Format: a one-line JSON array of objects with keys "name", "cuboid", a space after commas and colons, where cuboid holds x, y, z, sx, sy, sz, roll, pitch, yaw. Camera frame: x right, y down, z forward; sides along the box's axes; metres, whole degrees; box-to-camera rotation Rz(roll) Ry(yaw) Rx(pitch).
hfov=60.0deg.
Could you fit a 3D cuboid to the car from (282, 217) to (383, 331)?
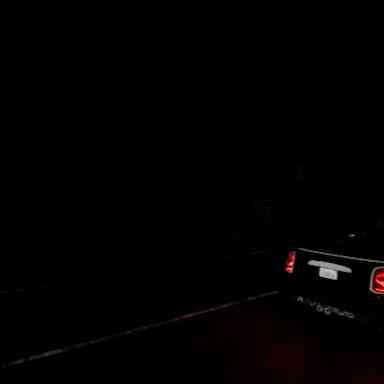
[{"name": "car", "cuboid": [3.900, 1.302, 6.526, 4.553, 1.767, 2.097, -1, 0, -36]}]
